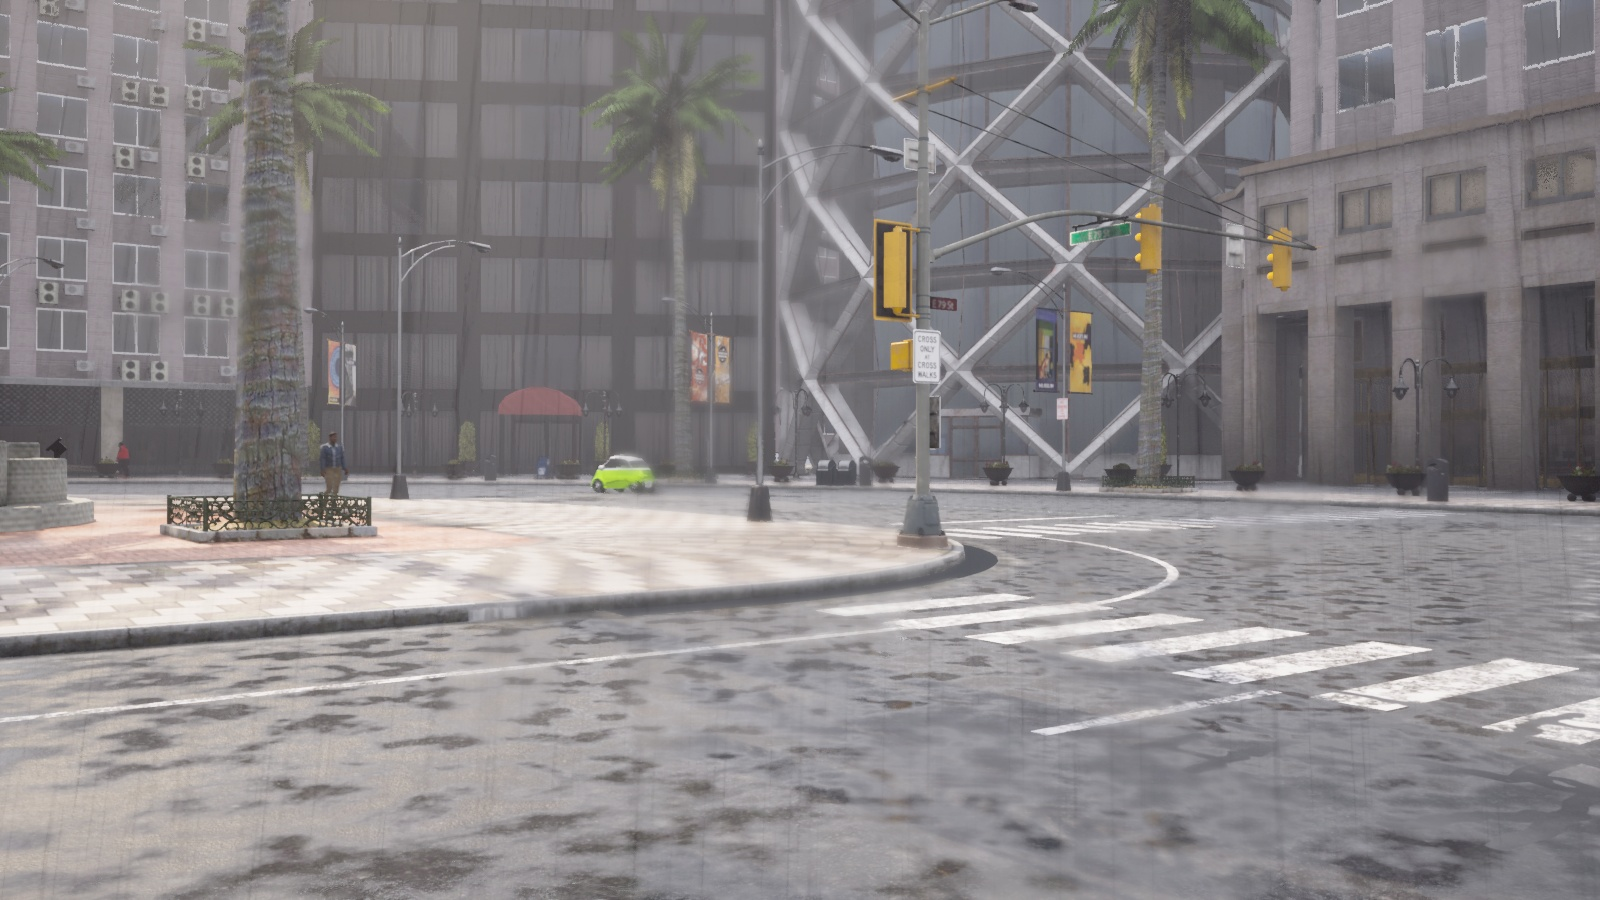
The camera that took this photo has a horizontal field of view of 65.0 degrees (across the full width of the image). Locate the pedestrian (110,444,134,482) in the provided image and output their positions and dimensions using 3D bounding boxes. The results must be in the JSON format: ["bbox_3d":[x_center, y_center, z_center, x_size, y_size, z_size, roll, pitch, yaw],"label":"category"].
[{"bbox_3d":[-33.432,0.624,61.941,0.899,1.844,0.634,0,0,-11],"label":"pedestrian"}]

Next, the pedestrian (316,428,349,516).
[{"bbox_3d":[-10.607,0.494,28.508,0.423,1.949,0.788,0,0,-43],"label":"pedestrian"}]

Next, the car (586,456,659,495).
[{"bbox_3d":[-6.538,0.927,46.288,2.207,1.376,1.481,0,0,29],"label":"car"}]
